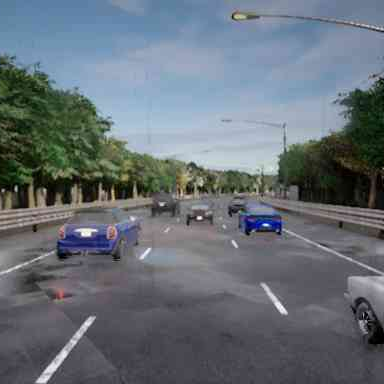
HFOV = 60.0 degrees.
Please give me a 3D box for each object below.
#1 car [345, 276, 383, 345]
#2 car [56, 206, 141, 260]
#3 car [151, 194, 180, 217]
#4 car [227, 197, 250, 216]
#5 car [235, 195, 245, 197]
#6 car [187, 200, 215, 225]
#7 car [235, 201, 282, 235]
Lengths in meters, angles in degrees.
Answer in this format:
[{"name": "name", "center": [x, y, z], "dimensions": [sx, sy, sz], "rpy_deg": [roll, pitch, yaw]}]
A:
[{"name": "car", "center": [3.471, 1.605, 3.431], "dimensions": [1.895, 1.301, 4.718], "rpy_deg": [0, 0, 0]}, {"name": "car", "center": [-3.296, 1.361, 12.629], "dimensions": [2.097, 1.767, 4.553], "rpy_deg": [0, 0, 1]}, {"name": "car", "center": [-2.443, 1.238, 31.799], "dimensions": [2.150, 2.045, 5.566], "rpy_deg": [0, 0, 4]}, {"name": "car", "center": [4.538, 1.525, 32.798], "dimensions": [1.837, 1.490, 4.892], "rpy_deg": [0, 0, 4]}, {"name": "car", "center": [12.155, 1.515, 86.753], "dimensions": [1.837, 1.490, 4.892], "rpy_deg": [0, 0, 12]}, {"name": "car", "center": [0.615, 1.544, 23.997], "dimensions": [1.812, 1.442, 4.674], "rpy_deg": [0, -1, 3]}, {"name": "car", "center": [3.773, 1.495, 19.002], "dimensions": [1.882, 1.535, 5.008], "rpy_deg": [0, 0, 2]}]
